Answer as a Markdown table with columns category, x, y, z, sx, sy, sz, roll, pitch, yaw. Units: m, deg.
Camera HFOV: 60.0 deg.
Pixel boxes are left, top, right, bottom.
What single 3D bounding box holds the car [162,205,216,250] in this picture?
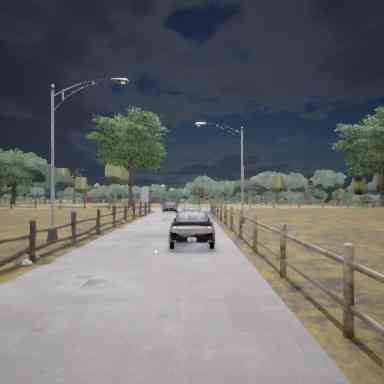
| category | x | y | z | sx | sy | sz | roll | pitch | yaw |
| --- | --- | --- | --- | --- | --- | --- | --- | --- | --- |
| car | 0.000 | 1.544 | 14.662 | 2.128 | 1.511 | 4.902 | 0 | 0 | 0 |

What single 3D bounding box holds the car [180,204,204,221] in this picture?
| category | x | y | z | sx | sy | sz | roll | pitch | yaw |
| --- | --- | --- | --- | --- | --- | --- | --- | --- | --- |
| car | 0.000 | 1.789 | 29.699 | 1.895 | 1.301 | 4.718 | 0 | -1 | 0 |

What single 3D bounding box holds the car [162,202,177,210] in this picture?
| category | x | y | z | sx | sy | sz | roll | pitch | yaw |
| --- | --- | --- | --- | --- | --- | --- | --- | --- | --- |
| car | -2.750 | 1.933 | 42.673 | 2.033 | 1.411 | 5.357 | 0 | -1 | 0 |
